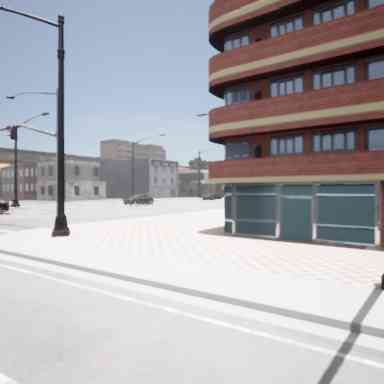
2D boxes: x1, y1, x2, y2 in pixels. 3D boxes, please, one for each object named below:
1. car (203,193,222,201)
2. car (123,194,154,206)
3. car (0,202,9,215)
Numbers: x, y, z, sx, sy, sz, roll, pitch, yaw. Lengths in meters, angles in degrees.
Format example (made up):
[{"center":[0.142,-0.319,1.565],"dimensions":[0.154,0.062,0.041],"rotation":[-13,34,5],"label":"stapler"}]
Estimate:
[{"center":[3.718,0.879,60.945],"dimensions":[1.994,1.385,4.181],"rotation":[0,1,37],"label":"car"},{"center":[-7.379,1.098,46.144],"dimensions":[1.837,1.490,4.892],"rotation":[0,1,37],"label":"car"},{"center":[-19.300,1.371,30.076],"dimensions":[1.882,1.535,5.008],"rotation":[0,1,36],"label":"car"}]
